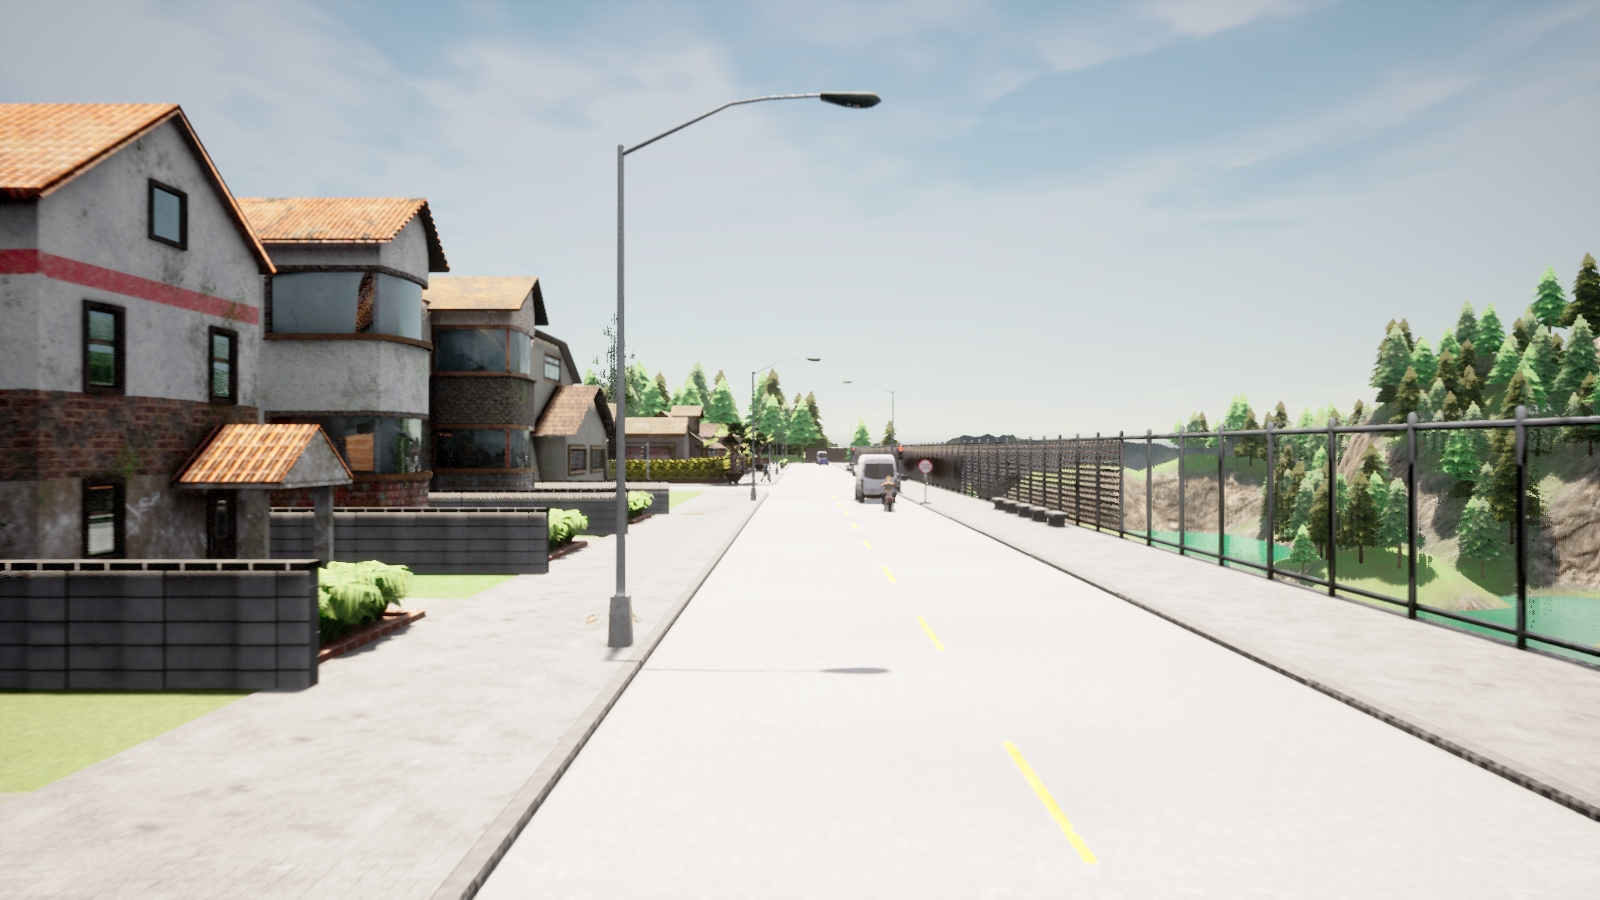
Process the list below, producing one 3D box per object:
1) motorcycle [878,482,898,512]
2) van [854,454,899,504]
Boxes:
[{"bbox_3d":[4.074,2.155,52.929,0.764,1.307,2.356,0,0,0],"label":"motorcycle"},{"bbox_3d":[4.083,1.534,62.234,1.988,2.561,5.915,0,0,-1],"label":"van"}]
